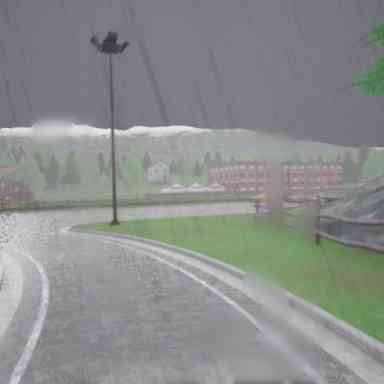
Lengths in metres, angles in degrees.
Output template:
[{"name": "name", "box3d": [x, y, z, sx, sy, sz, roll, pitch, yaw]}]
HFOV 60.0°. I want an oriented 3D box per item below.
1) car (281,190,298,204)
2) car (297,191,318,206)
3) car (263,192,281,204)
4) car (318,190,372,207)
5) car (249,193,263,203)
[{"name": "car", "box3d": [14.444, 0.675, 43.135, 4.553, 1.767, 2.097, -2, 0, -22]}, {"name": "car", "box3d": [15.384, 0.847, 39.739, 4.674, 1.442, 1.812, -2, 0, -22]}, {"name": "car", "box3d": [12.837, 0.697, 46.253, 4.553, 1.767, 2.097, -2, 0, -22]}, {"name": "car", "box3d": [16.830, 0.783, 36.553, 5.008, 1.535, 1.882, -2, 0, -23]}, {"name": "car", "box3d": [10.744, 0.858, 49.170, 5.008, 1.535, 1.882, -2, 0, -22]}]
